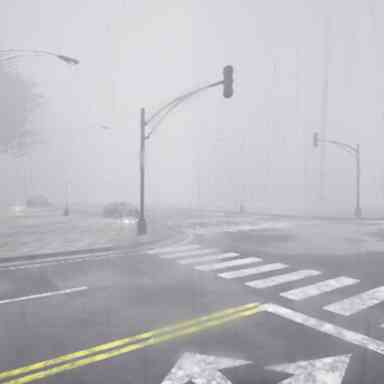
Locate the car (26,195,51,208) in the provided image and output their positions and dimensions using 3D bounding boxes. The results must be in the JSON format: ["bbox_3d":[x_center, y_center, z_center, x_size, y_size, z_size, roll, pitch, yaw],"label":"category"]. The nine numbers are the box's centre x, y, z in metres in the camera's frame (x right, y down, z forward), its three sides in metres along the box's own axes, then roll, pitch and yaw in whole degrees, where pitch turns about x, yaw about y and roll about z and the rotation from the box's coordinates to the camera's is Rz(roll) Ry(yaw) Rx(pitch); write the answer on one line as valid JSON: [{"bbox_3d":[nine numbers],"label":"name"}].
[{"bbox_3d":[-21.253,1.270,46.039,2.097,1.767,4.553,1,0,-42],"label":"car"}]

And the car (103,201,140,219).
[{"bbox_3d":[-5.914,1.481,28.205,1.994,1.385,4.181,0,0,-39],"label":"car"}]
